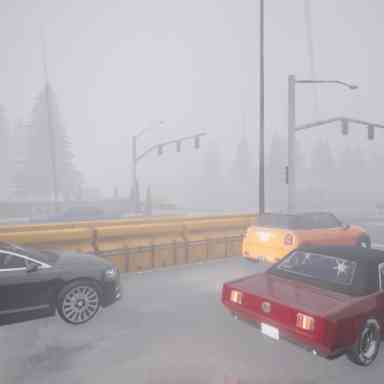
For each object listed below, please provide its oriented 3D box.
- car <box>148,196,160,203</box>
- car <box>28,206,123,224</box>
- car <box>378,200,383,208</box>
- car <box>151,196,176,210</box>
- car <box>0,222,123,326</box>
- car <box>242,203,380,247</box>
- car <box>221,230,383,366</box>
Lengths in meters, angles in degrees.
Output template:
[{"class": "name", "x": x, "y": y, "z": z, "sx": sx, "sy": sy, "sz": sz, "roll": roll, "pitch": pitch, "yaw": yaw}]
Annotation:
[{"class": "car", "x": -8.038, "y": 1.514, "z": 70.183, "sx": 2.033, "sy": 1.411, "sz": 5.357, "roll": 0, "pitch": 0, "yaw": -2}, {"class": "car", "x": -6.992, "y": 1.547, "z": 20.337, "sx": 5.357, "sy": 1.411, "sz": 2.033, "roll": 0, "pitch": 0, "yaw": -33}, {"class": "car", "x": 26.667, "y": 1.547, "z": 44.579, "sx": 5.357, "sy": 1.411, "sz": 2.033, "roll": 0, "pitch": 0, "yaw": -36}, {"class": "car", "x": -3.984, "y": 1.478, "z": 43.460, "sx": 1.882, "sy": 1.535, "sz": 5.008, "roll": 0, "pitch": 0, "yaw": -36}, {"class": "car", "x": -3.597, "y": 1.492, "z": 5.472, "sx": 4.902, "sy": 1.511, "sz": 2.128, "roll": 0, "pitch": 0, "yaw": -36}, {"class": "car", "x": 3.815, "y": 1.352, "z": 10.781, "sx": 4.553, "sy": 1.767, "sz": 2.097, "roll": 0, "pitch": 0, "yaw": -36}, {"class": "car", "x": 2.868, "y": 1.601, "z": 5.800, "sx": 4.718, "sy": 1.301, "sz": 1.895, "roll": 0, "pitch": 0, "yaw": -36}]
